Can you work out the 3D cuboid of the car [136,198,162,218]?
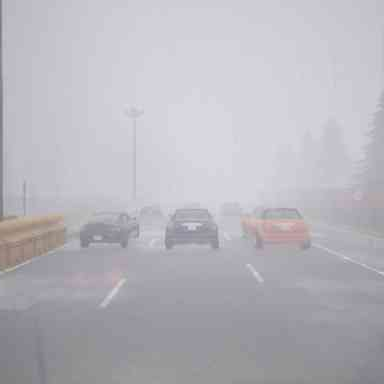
[{"bbox_3d":[-3.500,1.530,29.650,1.812,1.442,4.674,0,0,0],"label":"car"}]

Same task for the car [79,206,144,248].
[{"bbox_3d":[-3.500,1.530,14.650,1.812,1.442,4.674,0,0,0],"label":"car"}]

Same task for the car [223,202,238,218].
[{"bbox_3d":[3.500,1.561,29.650,2.033,1.411,5.357,0,0,0],"label":"car"}]

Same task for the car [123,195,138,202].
[{"bbox_3d":[-14.197,1.489,77.453,1.812,1.442,4.674,0,0,12],"label":"car"}]

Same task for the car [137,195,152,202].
[{"bbox_3d":[-10.832,1.469,76.494,1.837,1.490,4.892,0,0,12],"label":"car"}]

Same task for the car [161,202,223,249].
[{"bbox_3d":[0.000,1.363,14.620,2.097,1.767,4.553,0,0,0],"label":"car"}]

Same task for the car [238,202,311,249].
[{"bbox_3d":[3.500,1.363,14.620,2.097,1.767,4.553,0,0,0],"label":"car"}]

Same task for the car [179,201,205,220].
[{"bbox_3d":[0.000,1.561,29.650,2.033,1.411,5.357,0,0,0],"label":"car"}]
